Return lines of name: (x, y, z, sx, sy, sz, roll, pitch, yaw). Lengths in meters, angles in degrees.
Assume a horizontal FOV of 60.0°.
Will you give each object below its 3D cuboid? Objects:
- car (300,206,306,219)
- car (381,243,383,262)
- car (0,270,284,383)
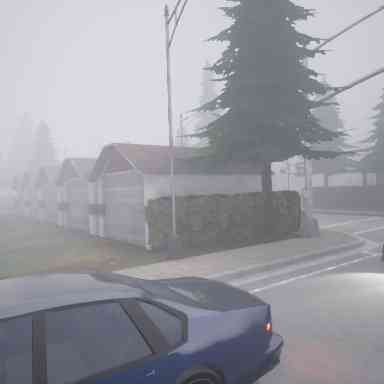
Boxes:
car: (5.612, 1.182, 22.512, 1.882, 1.535, 5.008, -2, 1, -35)
car: (6.728, 1.212, 8.708, 4.181, 1.385, 1.994, -1, 0, -38)
car: (-1.575, 1.536, 2.846, 5.357, 1.411, 2.033, -2, 1, -34)
